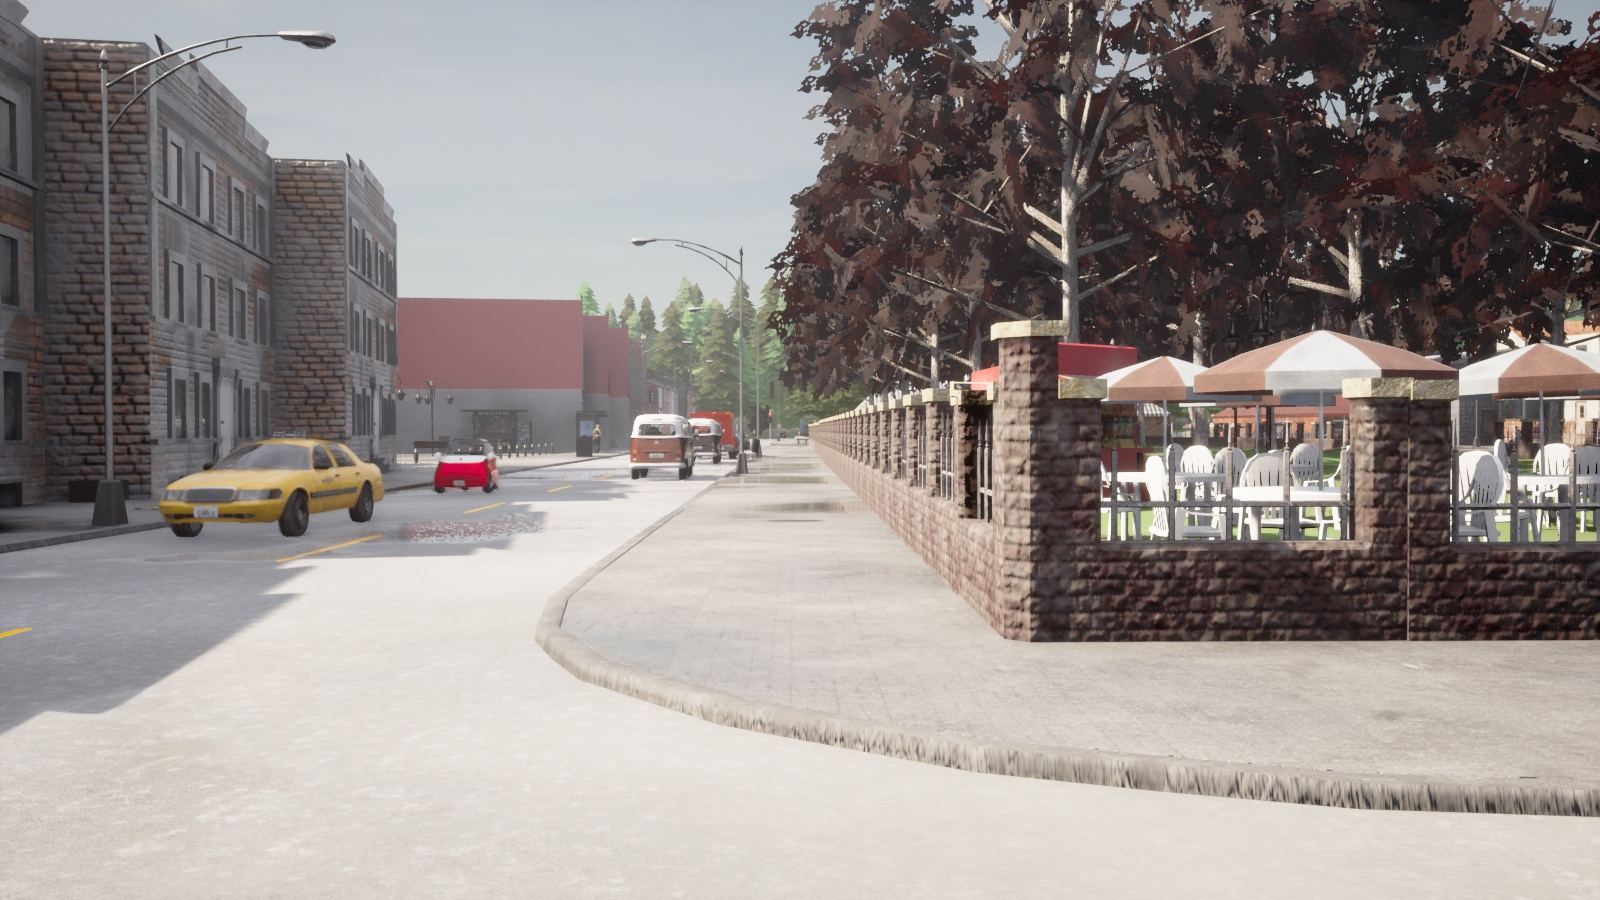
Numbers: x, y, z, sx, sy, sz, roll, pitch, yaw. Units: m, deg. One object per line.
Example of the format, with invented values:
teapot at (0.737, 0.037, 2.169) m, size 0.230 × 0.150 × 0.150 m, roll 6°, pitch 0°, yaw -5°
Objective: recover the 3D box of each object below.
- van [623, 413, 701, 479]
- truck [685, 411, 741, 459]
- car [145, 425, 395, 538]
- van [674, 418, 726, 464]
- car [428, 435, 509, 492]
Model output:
van at (-4.432, -0.156, 40.874) m, size 2.069 × 2.038 × 4.480 m, roll 0°, pitch 1°, yaw 0°
truck at (-4.619, -0.810, 67.429) m, size 2.627 × 2.467 × 5.204 m, roll 0°, pitch 1°, yaw 0°
car at (-8.275, 0.394, 20.254) m, size 1.801 × 1.575 × 5.366 m, roll 0°, pitch 1°, yaw 0°
van at (-4.557, -0.443, 57.993) m, size 2.069 × 2.038 × 4.480 m, roll 0°, pitch 1°, yaw 0°
car at (-8.364, 0.315, 31.814) m, size 1.481 × 1.376 × 2.207 m, roll 0°, pitch 1°, yaw 0°
